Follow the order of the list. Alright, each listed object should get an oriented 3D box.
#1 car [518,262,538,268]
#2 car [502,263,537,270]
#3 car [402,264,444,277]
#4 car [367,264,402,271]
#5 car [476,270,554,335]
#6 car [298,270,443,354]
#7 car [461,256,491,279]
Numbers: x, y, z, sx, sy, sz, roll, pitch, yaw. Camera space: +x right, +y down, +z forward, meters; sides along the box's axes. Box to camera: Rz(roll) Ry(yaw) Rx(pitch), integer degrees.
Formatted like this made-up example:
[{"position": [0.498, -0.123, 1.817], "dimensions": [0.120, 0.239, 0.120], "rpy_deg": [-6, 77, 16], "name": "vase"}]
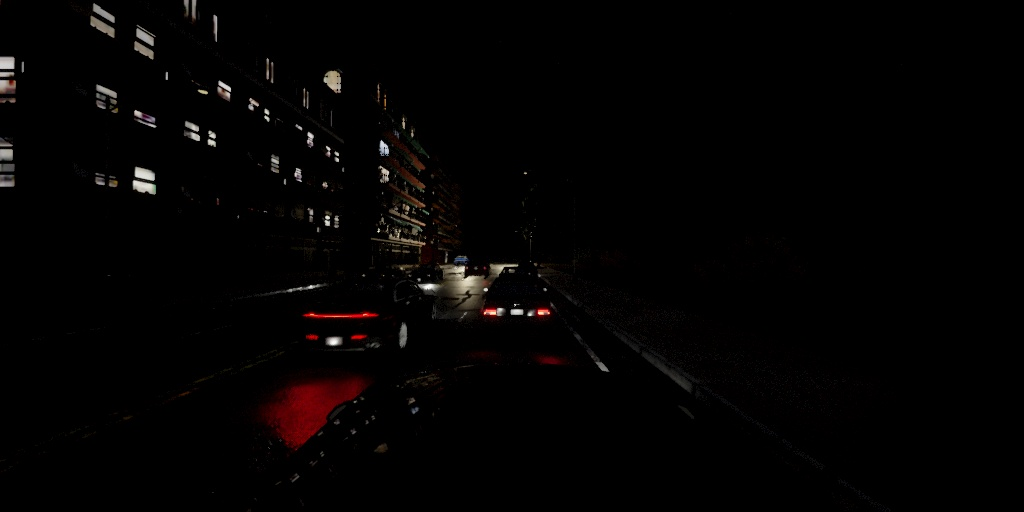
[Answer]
[{"position": [1.154, 1.257, 30.634], "dimensions": [1.837, 1.490, 4.892], "rpy_deg": [0, 0, 0], "name": "car"}, {"position": [0.110, 1.299, 20.867], "dimensions": [2.033, 1.411, 5.357], "rpy_deg": [0, 0, 0], "name": "car"}, {"position": [-6.584, 1.299, 28.040], "dimensions": [2.033, 1.411, 5.357], "rpy_deg": [0, 0, 0], "name": "car"}, {"position": [-9.834, 1.299, 27.935], "dimensions": [2.033, 1.411, 5.357], "rpy_deg": [0, 0, 0], "name": "car"}, {"position": [0.107, 1.298, 10.505], "dimensions": [2.033, 1.411, 5.357], "rpy_deg": [0, 0, 0], "name": "car"}, {"position": [-3.148, 1.255, 8.764], "dimensions": [1.837, 1.490, 4.892], "rpy_deg": [0, 0, 0], "name": "car"}, {"position": [-3.132, 1.103, 33.240], "dimensions": [2.097, 1.767, 4.553], "rpy_deg": [0, 0, 0], "name": "car"}]
